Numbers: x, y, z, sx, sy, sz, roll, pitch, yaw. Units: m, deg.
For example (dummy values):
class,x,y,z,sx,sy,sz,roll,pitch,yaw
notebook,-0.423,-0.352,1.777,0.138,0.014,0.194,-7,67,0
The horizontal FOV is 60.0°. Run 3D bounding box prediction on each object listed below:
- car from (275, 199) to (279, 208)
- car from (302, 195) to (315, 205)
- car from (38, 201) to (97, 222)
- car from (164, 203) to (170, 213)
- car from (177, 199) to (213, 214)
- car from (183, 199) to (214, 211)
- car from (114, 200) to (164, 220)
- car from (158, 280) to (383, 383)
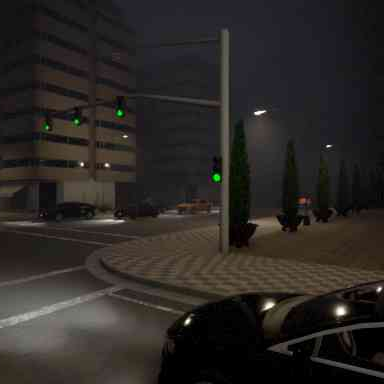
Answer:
class,x,y,z,sx,sy,sz,roll,pitch,yaw
car,13.879,1.547,49.028,2.128,1.511,4.902,0,0,35
car,20.296,1.407,58.482,2.097,1.767,4.553,0,0,32
car,-10.160,1.560,27.487,1.837,1.490,4.892,0,0,35
car,-4.538,1.603,35.443,2.033,1.411,5.357,0,0,35
car,0.368,1.533,36.316,1.882,1.535,5.008,0,0,35
car,0.916,1.619,43.131,1.994,1.385,4.181,0,0,36
car,-4.784,1.619,29.030,1.994,1.385,4.181,0,0,35
car,1.895,1.492,2.622,4.902,1.511,2.128,0,0,36
